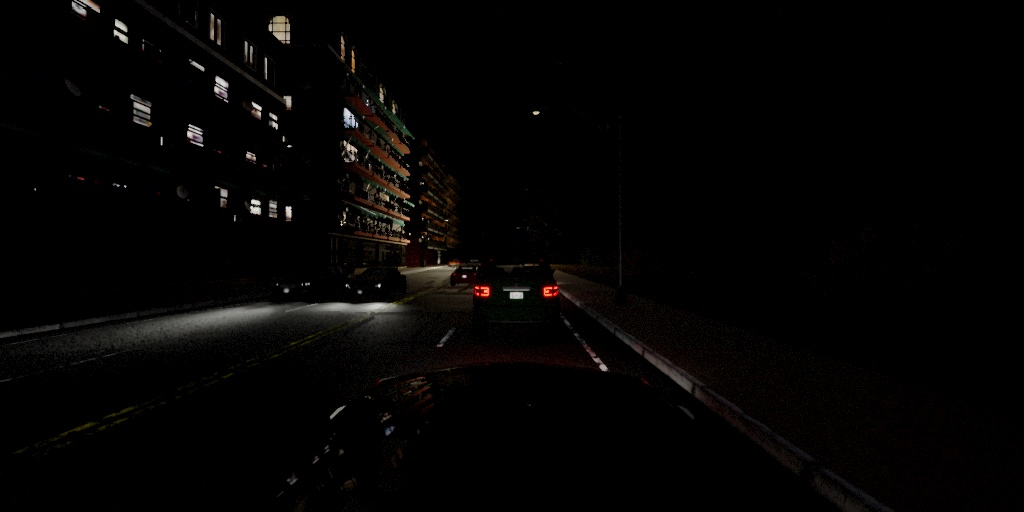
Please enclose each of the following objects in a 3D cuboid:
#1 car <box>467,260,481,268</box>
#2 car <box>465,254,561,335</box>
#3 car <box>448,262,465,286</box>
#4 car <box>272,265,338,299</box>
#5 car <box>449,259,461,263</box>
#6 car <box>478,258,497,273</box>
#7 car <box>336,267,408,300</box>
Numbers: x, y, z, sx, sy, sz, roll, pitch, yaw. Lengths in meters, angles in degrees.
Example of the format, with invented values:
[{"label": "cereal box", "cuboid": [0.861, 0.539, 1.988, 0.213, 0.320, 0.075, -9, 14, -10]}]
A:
[{"label": "car", "cuboid": [-6.426, 1.314, 61.059, 1.994, 1.385, 4.181, 0, 0, 0]}, {"label": "car", "cuboid": [0.116, 0.973, 10.687, 2.150, 2.045, 5.566, 0, 0, 0]}, {"label": "car", "cuboid": [-3.092, 1.316, 25.314, 1.994, 1.385, 4.181, 0, 0, 0]}, {"label": "car", "cuboid": [-9.810, 1.243, 18.052, 2.128, 1.511, 4.902, 0, 0, 0]}, {"label": "car", "cuboid": [-9.675, 1.275, 60.923, 1.812, 1.442, 4.674, 0, 0, 0]}, {"label": "car", "cuboid": [-3.045, 1.107, 45.727, 2.097, 1.767, 4.553, 0, 0, 1]}, {"label": "car", "cuboid": [-6.560, 1.278, 17.797, 1.812, 1.442, 4.674, 0, 0, 0]}]
